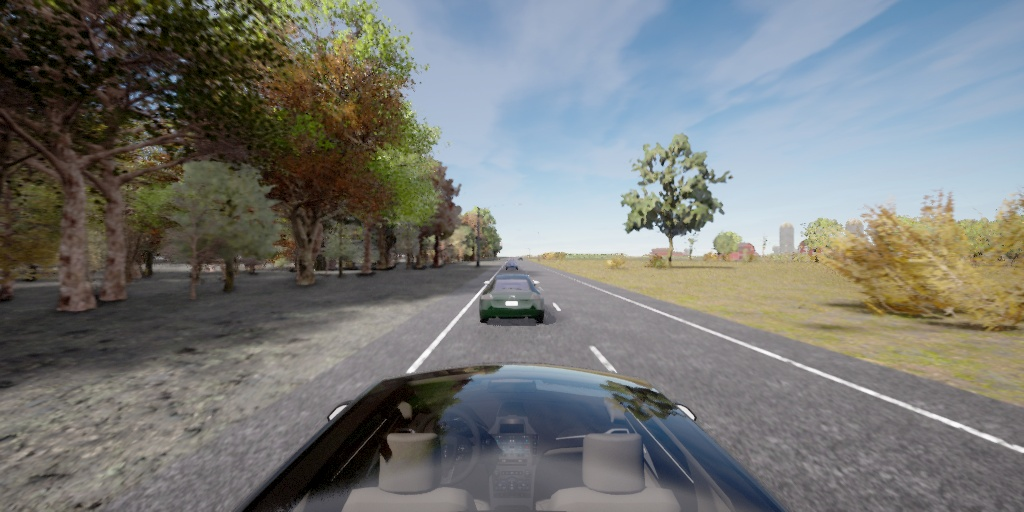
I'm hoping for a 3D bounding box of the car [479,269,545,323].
[{"bbox_3d":[-0.002,1.319,12.183,1.994,1.385,4.181,0,0,0],"label":"car"}]

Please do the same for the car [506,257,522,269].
[{"bbox_3d":[-0.007,1.283,53.546,2.033,1.411,5.357,0,0,0],"label":"car"}]
